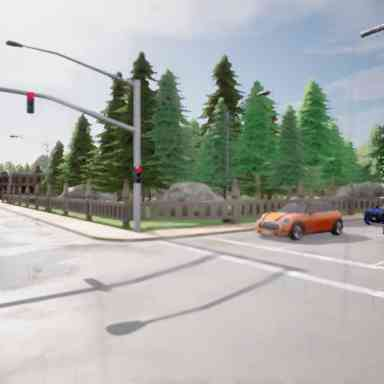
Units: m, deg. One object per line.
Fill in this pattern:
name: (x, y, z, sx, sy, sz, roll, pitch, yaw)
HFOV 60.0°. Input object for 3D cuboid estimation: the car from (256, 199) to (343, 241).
car: (5.267, 1.237, 16.196, 4.553, 1.767, 2.097, 0, 0, -33)

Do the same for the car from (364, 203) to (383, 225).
car: (13.063, 1.314, 21.130, 5.008, 1.535, 1.882, 0, 0, -29)

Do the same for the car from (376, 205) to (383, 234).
car: (10.831, 1.435, 15.686, 4.181, 1.385, 1.994, 0, 0, -35)
